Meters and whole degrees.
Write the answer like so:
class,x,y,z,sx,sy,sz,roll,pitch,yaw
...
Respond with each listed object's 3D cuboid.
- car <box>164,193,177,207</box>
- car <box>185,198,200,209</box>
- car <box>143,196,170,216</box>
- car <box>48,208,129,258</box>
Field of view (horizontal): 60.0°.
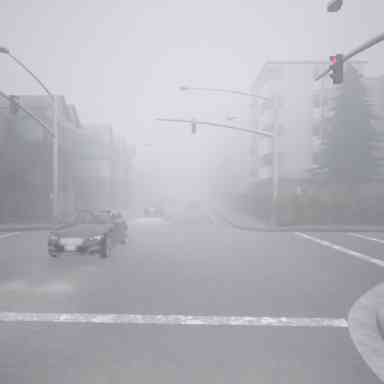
class,x,y,z,sx,sy,sz,roll,pitch,yaw
car,-3.493,1.209,52.997,2.150,2.045,5.566,0,0,0
car,0.104,1.526,45.561,1.812,1.442,4.674,0,0,0
car,-3.592,1.488,32.414,2.128,1.511,4.902,0,0,0
car,-3.584,1.387,12.269,2.128,1.511,4.902,1,0,0
